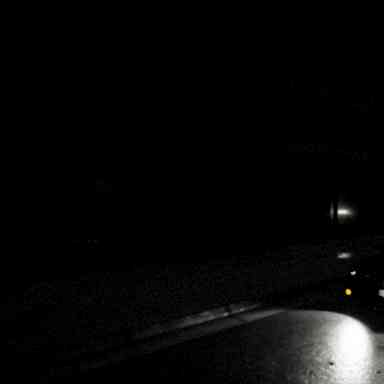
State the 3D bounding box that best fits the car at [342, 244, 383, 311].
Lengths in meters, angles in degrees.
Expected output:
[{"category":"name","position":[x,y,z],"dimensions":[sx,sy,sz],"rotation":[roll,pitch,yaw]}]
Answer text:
[{"category":"car","position":[5.006,1.600,6.926],"dimensions":[4.181,1.385,1.994],"rotation":[0,0,-36]}]
